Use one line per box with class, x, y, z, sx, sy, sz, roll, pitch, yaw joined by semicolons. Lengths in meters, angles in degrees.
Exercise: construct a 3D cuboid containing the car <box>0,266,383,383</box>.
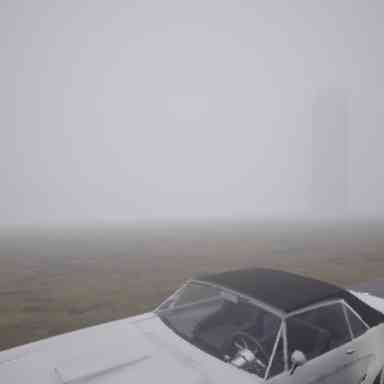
car;0.477;1.602;3.412;4.718;1.301;1.895;0;0;-35
